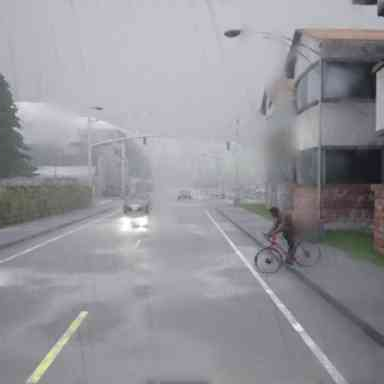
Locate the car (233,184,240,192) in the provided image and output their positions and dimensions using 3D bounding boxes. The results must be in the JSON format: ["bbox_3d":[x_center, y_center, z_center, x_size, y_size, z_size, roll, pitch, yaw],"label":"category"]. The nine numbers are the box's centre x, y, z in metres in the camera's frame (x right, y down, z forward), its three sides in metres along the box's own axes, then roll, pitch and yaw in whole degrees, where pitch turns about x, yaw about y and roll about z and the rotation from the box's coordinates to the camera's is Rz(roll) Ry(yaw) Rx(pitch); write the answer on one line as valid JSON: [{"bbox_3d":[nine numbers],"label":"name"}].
[{"bbox_3d":[12.253,-0.925,78.588,3.866,1.878,1.905,0,1,-2],"label":"car"}]

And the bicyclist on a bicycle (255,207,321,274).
[{"bbox_3d":[2.277,1.148,8.133,1.656,1.620,0.582,-9,2,-1],"label":"bicyclist on a bicycle"}]

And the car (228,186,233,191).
[{"bbox_3d":[11.769,-0.978,81.482,4.605,1.855,1.932,0,1,-2],"label":"car"}]

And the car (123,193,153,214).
[{"bbox_3d":[-4.115,0.845,25.979,2.128,1.511,4.902,0,1,-1],"label":"car"}]

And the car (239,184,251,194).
[{"bbox_3d":[12.570,-0.522,65.803,5.027,1.636,2.152,0,1,-2],"label":"car"}]

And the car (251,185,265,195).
[{"bbox_3d":[13.053,-0.280,59.400,3.806,1.475,1.970,0,1,-2],"label":"car"}]

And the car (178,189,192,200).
[{"bbox_3d":[-1.055,0.341,47.115,2.033,1.411,5.357,0,1,-1],"label":"car"}]
